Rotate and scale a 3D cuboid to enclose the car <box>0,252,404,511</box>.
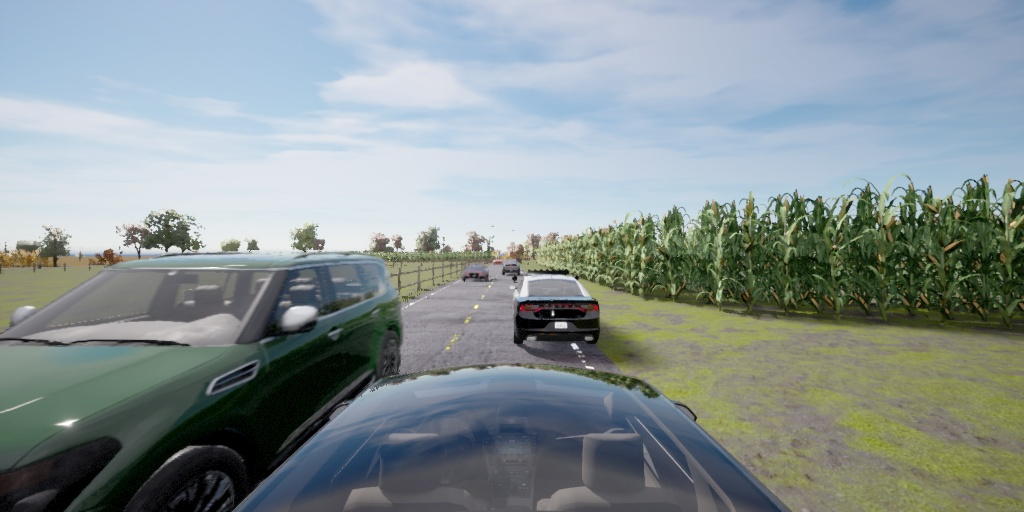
[{"bbox_3d":[-2.819,0.971,3.709,2.150,2.045,5.566,0,0,0],"label":"car"}]

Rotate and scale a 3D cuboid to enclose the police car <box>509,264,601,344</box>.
[{"bbox_3d":[0.960,1.174,9.723,1.930,1.638,5.238,0,0,0],"label":"police car"}]

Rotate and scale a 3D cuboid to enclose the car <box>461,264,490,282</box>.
[{"bbox_3d":[-2.861,1.311,28.966,1.994,1.385,4.181,0,0,0],"label":"car"}]

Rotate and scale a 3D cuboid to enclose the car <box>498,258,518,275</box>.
[{"bbox_3d":[-0.085,1.239,38.310,2.128,1.511,4.902,0,0,0],"label":"car"}]
